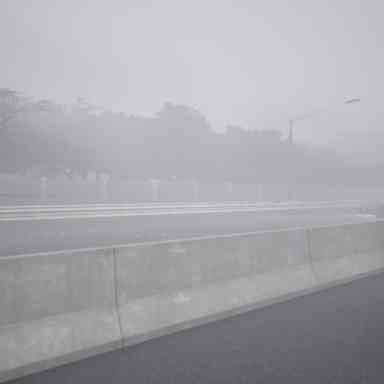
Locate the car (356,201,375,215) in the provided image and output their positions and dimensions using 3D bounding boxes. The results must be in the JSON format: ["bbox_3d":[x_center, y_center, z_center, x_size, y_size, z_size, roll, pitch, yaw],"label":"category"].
[{"bbox_3d":[19.479,1.706,35.813,4.181,1.385,1.994,0,0,-37],"label":"car"}]

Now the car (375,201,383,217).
[{"bbox_3d":[20.281,1.353,32.027,5.566,2.045,2.150,0,0,-37],"label":"car"}]
